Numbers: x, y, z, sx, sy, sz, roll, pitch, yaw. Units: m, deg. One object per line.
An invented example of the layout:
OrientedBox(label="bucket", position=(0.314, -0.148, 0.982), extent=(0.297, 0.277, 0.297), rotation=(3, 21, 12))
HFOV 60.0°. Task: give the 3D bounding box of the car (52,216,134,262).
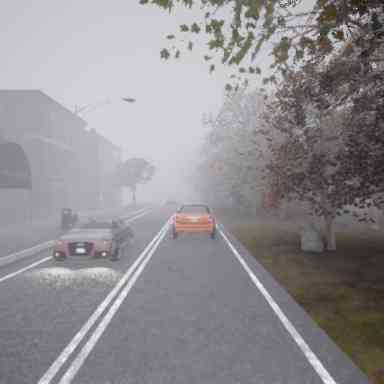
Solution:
OrientedBox(label="car", position=(-3.351, 1.563, 11.976), extent=(1.994, 1.385, 4.181), rotation=(0, 0, 0))

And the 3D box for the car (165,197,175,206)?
OrientedBox(label="car", position=(-3.305, 1.528, 54.862), extent=(2.033, 1.411, 5.357), rotation=(0, 0, 1))

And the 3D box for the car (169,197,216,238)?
OrientedBox(label="car", position=(0.101, 1.349, 17.843), extent=(2.097, 1.767, 4.553), rotation=(0, 0, 0))
